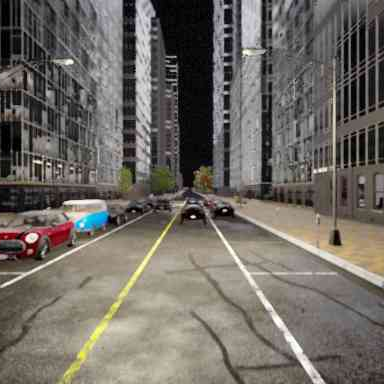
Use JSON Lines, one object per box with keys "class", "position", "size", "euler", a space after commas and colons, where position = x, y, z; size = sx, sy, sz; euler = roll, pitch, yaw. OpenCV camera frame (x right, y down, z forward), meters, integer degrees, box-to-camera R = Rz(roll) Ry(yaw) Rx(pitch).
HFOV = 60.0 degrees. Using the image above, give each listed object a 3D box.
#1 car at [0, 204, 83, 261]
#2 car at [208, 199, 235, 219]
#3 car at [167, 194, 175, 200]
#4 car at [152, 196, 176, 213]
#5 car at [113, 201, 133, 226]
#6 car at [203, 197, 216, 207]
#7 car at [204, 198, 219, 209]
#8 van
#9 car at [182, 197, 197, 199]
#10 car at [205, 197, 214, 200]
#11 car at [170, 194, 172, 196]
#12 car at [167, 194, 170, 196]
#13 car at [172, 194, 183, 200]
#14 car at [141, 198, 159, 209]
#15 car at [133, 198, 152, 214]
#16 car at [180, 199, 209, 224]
{"class": "car", "position": [-5.699, 1.432, 12.017], "size": [1.967, 1.590, 4.097], "euler": [0, 0, 0]}
{"class": "car", "position": [2.674, 1.540, 29.090], "size": [1.947, 1.339, 4.313], "euler": [0, 0, 0]}
{"class": "car", "position": [-5.736, 1.287, 91.710], "size": [1.967, 1.590, 4.097], "euler": [0, 0, 0]}
{"class": "car", "position": [-3.112, 1.469, 36.168], "size": [1.837, 1.490, 4.892], "euler": [0, 0, 0]}
{"class": "car", "position": [-5.704, 1.546, 23.402], "size": [1.947, 1.339, 4.313], "euler": [0, 0, 0]}
{"class": "car", "position": [2.663, 1.485, 51.861], "size": [1.887, 1.381, 4.507], "euler": [0, 0, 0]}
{"class": "car", "position": [2.666, 1.531, 46.167], "size": [1.802, 1.307, 4.206], "euler": [0, 0, 0]}
{"class": "van", "position": [-5.702, 1.328, 17.708], "size": [1.690, 1.788, 3.998], "euler": [0, 0, 0]}
{"class": "car", "position": [0.079, 1.502, 42.916], "size": [2.033, 1.411, 5.357], "euler": [0, 0, 0]}
{"class": "car", "position": [2.671, 1.511, 34.782], "size": [1.887, 1.381, 4.507], "euler": [0, 0, 0]}
{"class": "car", "position": [-5.733, 1.303, 86.018], "size": [1.967, 1.590, 4.097], "euler": [0, 0, 0]}
{"class": "car", "position": [-5.723, 1.463, 63.248], "size": [1.887, 1.381, 4.507], "euler": [0, 0, 0]}
{"class": "car", "position": [-3.039, 1.268, 78.145], "size": [1.994, 1.385, 4.181], "euler": [0, 0, 0]}
{"class": "car", "position": [-5.715, 1.515, 46.171], "size": [1.947, 1.339, 4.313], "euler": [0, 0, 0]}
{"class": "car", "position": [-5.710, 1.532, 34.787], "size": [1.947, 1.339, 4.313], "euler": [0, 0, 0]}
{"class": "car", "position": [0.090, 1.505, 24.654], "size": [1.812, 1.442, 4.674], "euler": [0, 0, 0]}
